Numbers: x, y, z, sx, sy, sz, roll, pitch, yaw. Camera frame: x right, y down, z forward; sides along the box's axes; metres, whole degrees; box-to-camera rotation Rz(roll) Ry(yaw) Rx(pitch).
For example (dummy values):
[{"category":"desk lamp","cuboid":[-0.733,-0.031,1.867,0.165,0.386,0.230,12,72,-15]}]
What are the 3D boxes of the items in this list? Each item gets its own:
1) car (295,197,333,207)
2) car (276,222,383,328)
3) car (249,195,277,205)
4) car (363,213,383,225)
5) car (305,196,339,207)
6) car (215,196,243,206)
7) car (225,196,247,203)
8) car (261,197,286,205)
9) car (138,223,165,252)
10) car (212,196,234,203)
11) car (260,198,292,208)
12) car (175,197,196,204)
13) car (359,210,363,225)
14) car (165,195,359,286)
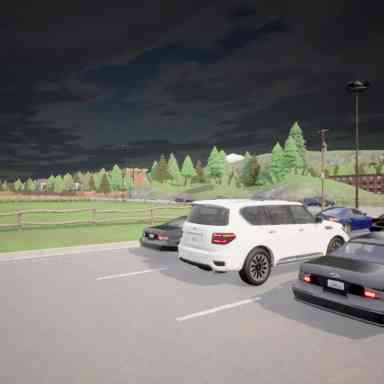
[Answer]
[{"category":"car","cuboid":[18.703,1.547,51.164,2.033,1.411,5.357,0,0,-36]},{"category":"car","cuboid":[4.357,1.547,6.871,5.357,1.411,2.033,0,0,-36]},{"category":"car","cuboid":[12.670,1.352,59.415,2.097,1.767,4.553,0,0,-36]},{"category":"car","cuboid":[10.306,1.478,15.469,5.008,1.535,1.882,0,0,-35]},{"category":"car","cuboid":[20.971,1.505,53.996,1.837,1.490,4.892,0,0,-36]},{"category":"car","cuboid":[6.199,1.478,56.384,1.882,1.535,5.008,0,0,-36]},{"category":"car","cuboid":[9.284,1.595,70.087,1.895,1.301,4.718,0,0,-36]},{"category":"car","cuboid":[15.159,1.564,61.963,1.994,1.385,4.181,0,0,-36]},{"category":"car","cuboid":[0.660,1.547,12.834,5.357,1.411,2.033,0,0,-36]},{"category":"car","cuboid":[6.240,1.601,68.305,1.895,1.301,4.718,0,0,-36]},{"category":"car","cuboid":[12.191,1.564,48.206,1.994,1.385,4.181,0,0,-36]},{"category":"car","cuboid":[-1.429,1.601,66.891,1.895,1.301,4.718,0,0,-36]},{"category":"car","cuboid":[8.442,1.526,18.431,4.674,1.442,1.812,0,0,-36]},{"category":"car","cuboid":[2.240,1.221,9.662,5.566,2.045,2.150,0,0,-35]}]
